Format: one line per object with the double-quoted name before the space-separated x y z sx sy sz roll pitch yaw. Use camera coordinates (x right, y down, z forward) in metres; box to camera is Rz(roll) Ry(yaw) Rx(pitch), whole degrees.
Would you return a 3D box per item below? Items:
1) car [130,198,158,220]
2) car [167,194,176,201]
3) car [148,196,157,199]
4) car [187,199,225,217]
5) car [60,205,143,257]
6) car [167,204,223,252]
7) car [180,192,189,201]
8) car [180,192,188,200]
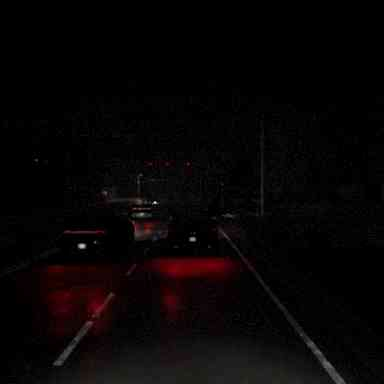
"car" -4.404 1.492 27.871 2.128 1.511 4.902 0 0 -13
"car" -5.473 1.534 84.853 2.033 1.411 5.357 0 0 -2
"car" -8.689 1.525 74.087 1.812 1.442 4.674 0 0 -2
"car" 1.258 1.526 28.431 1.812 1.442 4.674 -1 0 24
"car" -3.472 1.492 12.931 2.128 1.511 4.902 0 0 0
"car" 0.029 1.478 13.981 1.882 1.535 5.008 0 0 0
"car" -1.976 1.220 85.006 2.150 2.045 5.566 0 0 -2
"car" -2.257 1.141 95.609 2.150 2.045 5.566 0 0 -2
